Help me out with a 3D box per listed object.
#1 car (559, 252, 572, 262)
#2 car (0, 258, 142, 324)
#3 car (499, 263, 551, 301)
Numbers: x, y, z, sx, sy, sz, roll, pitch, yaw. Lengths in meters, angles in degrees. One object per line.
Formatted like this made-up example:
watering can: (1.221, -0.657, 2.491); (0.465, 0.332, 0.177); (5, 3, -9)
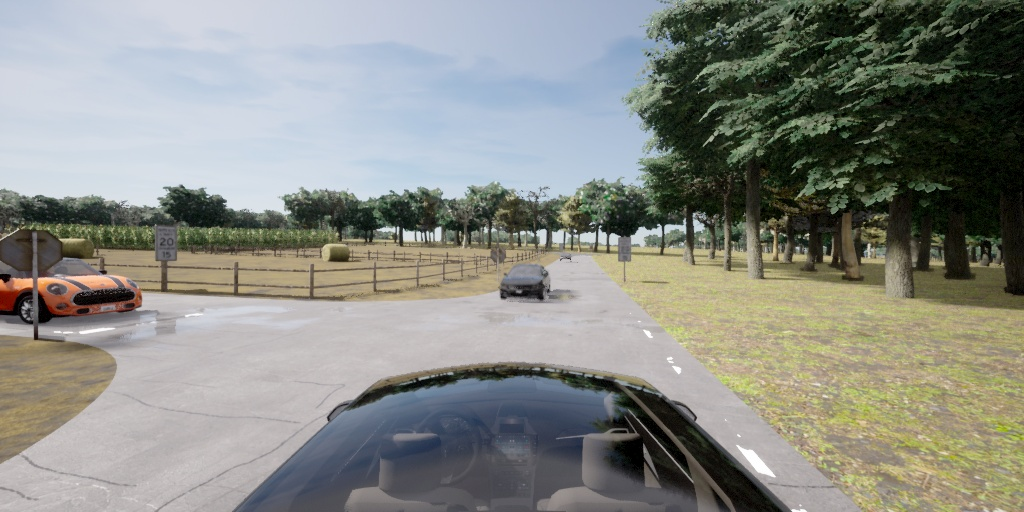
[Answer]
car: (8.699, 0.032, 57.869); (1.882, 1.535, 5.008); (0, 2, 11)
car: (-13.353, 0.811, 10.267); (4.553, 1.767, 2.097); (1, 1, 10)
car: (0.744, 1.117, 16.793); (1.882, 1.535, 5.008); (0, 1, 11)
